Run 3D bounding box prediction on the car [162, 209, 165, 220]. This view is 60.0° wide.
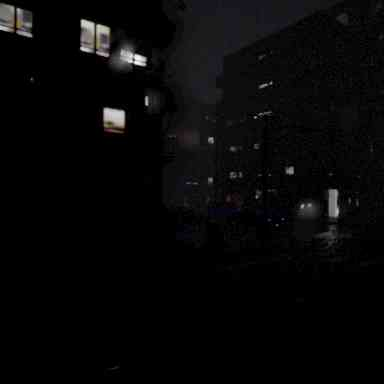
[{"bbox_3d":[-1.288,2.116,33.319,1.812,1.442,4.674,1,-1,-37],"label":"car"}]

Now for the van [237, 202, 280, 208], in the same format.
[{"bbox_3d":[6.653,1.912,32.245,1.690,1.788,3.998,0,-1,-36],"label":"van"}]

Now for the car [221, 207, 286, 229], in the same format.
[{"bbox_3d":[4.695,2.060,25.170,1.895,1.301,4.718,1,-1,-37],"label":"car"}]

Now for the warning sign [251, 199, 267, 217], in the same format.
[{"bbox_3d":[7.145,1.740,35.636,1.300,1.860,1.060,2,-1,-36],"label":"warning sign"}]

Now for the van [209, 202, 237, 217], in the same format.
[{"bbox_3d":[3.335,1.985,36.759,1.690,1.788,3.998,0,-1,-36],"label":"van"}]

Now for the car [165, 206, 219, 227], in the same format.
[{"bbox_3d":[-0.087,2.077,27.323,1.802,1.307,4.206,0,-1,-36],"label":"car"}]
